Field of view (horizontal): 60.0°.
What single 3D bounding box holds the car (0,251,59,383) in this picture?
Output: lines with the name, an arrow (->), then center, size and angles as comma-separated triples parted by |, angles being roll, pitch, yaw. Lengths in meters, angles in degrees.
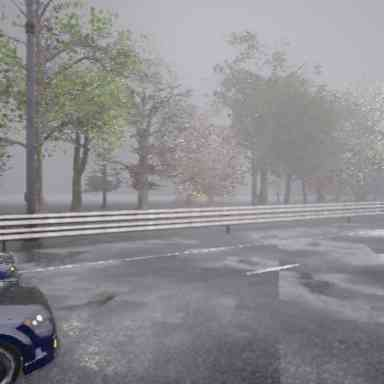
car -> -3.739, 1.559, 3.653 | 4.181, 1.385, 1.994 | 0, 0, -32

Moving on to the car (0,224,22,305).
car -> -6.267, 1.538, 6.215 | 5.357, 1.411, 2.033 | 0, 0, -32
